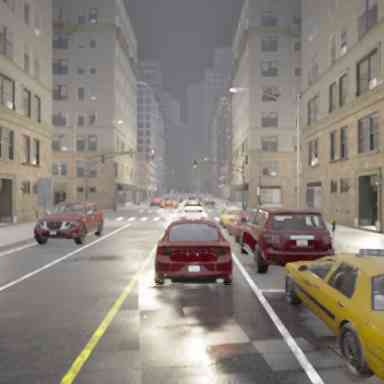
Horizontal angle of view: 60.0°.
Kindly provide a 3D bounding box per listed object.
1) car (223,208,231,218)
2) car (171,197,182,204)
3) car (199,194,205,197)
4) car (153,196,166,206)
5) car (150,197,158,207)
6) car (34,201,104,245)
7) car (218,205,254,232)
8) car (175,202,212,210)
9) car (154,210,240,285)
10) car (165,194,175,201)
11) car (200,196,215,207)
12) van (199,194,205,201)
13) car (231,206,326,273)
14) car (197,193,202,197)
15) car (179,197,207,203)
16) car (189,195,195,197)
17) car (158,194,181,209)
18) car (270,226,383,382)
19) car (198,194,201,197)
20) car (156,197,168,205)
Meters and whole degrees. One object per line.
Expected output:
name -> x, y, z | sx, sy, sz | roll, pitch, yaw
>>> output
car -> 2.767, 1.661, 16.286 | 1.802, 1.307, 4.206 | 0, 0, 0
car -> -3.000, 1.716, 66.518 | 1.994, 1.385, 4.181 | 0, 0, 0
car -> 2.770, 1.679, 64.961 | 1.752, 1.417, 4.829 | 1, 0, 0
car -> -5.755, 1.596, 59.377 | 1.967, 1.590, 4.097 | 1, 0, 0
car -> -5.756, 1.699, 53.952 | 1.887, 1.381, 4.507 | 0, 0, 0
car -> -5.758, 1.394, 16.295 | 2.192, 1.841, 5.009 | 0, 0, 0
car -> 2.767, 1.625, 22.010 | 1.752, 1.417, 4.829 | 0, 0, 0
car -> 0.097, 1.622, 21.103 | 1.812, 1.442, 4.674 | 0, 0, 0
car -> 0.028, 1.529, 9.719 | 1.882, 1.535, 5.008 | 0, 0, 0
car -> -5.752, 1.440, 86.492 | 2.192, 1.841, 5.009 | 1, 0, 0
car -> 2.769, 1.706, 53.945 | 2.008, 1.369, 4.403 | 0, 0, 0
van -> 2.774, 1.455, 91.910 | 1.690, 1.788, 3.998 | 1, 0, 0
car -> 2.767, 1.371, 10.736 | 2.192, 1.841, 5.009 | 0, 0, 0
car -> 2.772, 1.565, 86.486 | 1.967, 1.590, 4.097 | 1, 0, 0
car -> 0.095, 1.609, 34.564 | 2.128, 1.511, 4.902 | 0, 0, 0
car -> 0.000, 1.620, 89.262 | 1.837, 1.490, 4.892 | 0, 0, 0
car -> -3.148, 1.503, 47.786 | 2.097, 1.767, 4.553 | 0, 0, 2
car -> 2.766, 1.555, 5.351 | 1.752, 1.417, 4.829 | 0, 0, 0
car -> 2.770, 1.724, 75.641 | 1.802, 1.307, 4.206 | 1, 0, 0
car -> -5.756, 1.698, 64.800 | 1.887, 1.381, 4.507 | 1, 0, 0
